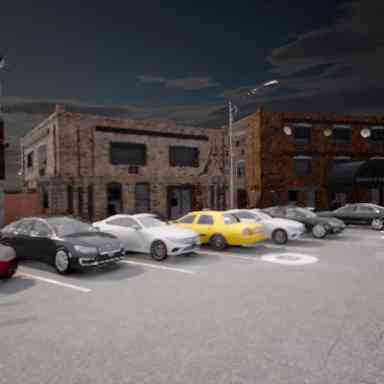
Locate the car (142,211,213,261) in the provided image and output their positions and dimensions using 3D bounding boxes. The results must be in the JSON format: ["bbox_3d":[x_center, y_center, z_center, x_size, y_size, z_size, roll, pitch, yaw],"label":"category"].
[{"bbox_3d":[-1.849,1.524,12.275,4.674,1.452,2.002,-1,-1,35],"label":"car"}]

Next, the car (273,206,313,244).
[{"bbox_3d":[2.929,1.521,15.682,4.674,1.452,2.002,-1,-1,35],"label":"car"}]

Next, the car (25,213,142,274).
[{"bbox_3d":[-4.240,1.487,10.581,4.892,1.521,2.231,-1,-1,34],"label":"car"}]

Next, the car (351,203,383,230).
[{"bbox_3d":[10.095,1.478,20.784,4.892,1.521,2.231,-1,0,34],"label":"car"}]

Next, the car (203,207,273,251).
[{"bbox_3d":[0.385,1.482,14.076,5.366,1.575,1.946,-1,-1,35],"label":"car"}]

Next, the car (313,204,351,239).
[{"bbox_3d":[5.315,1.481,17.389,4.892,1.521,2.231,-1,-1,35],"label":"car"}]

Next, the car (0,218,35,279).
[{"bbox_3d":[-6.600,1.516,8.852,4.792,1.488,2.163,-1,-1,35],"label":"car"}]
